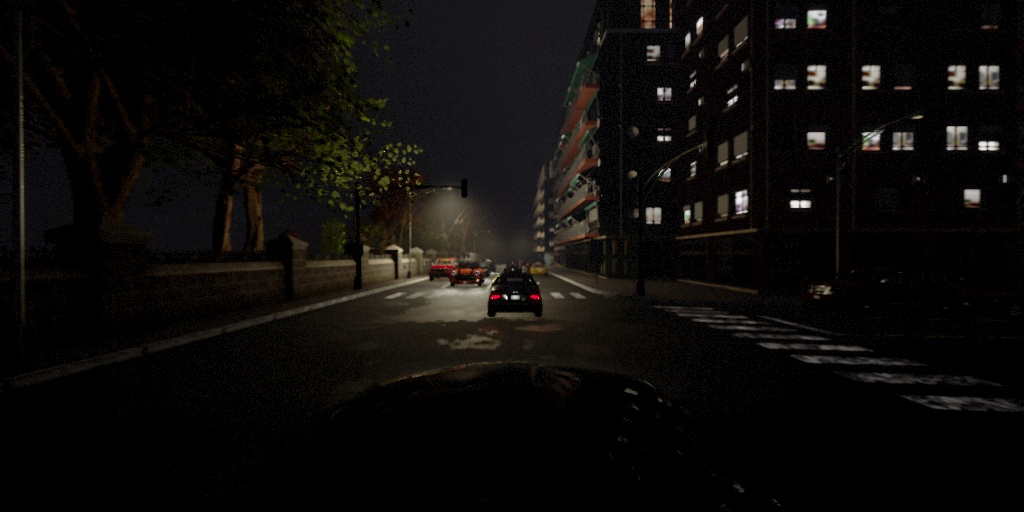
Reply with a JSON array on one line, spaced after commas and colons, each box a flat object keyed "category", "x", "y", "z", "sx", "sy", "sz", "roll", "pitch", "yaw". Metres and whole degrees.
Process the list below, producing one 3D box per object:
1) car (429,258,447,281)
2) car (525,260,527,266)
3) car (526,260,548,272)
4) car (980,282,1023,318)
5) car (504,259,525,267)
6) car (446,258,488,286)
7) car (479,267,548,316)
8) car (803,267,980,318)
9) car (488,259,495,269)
[{"category": "car", "x": -5.696, "y": 1.115, "z": 30.829, "sx": 2.192, "sy": 1.841, "sz": 5.009, "roll": 0, "pitch": 0, "yaw": 0}, {"category": "car", "x": 2.683, "y": 1.369, "z": 41.901, "sx": 1.888, "sy": 1.381, "sz": 4.507, "roll": 0, "pitch": 0, "yaw": 0}, {"category": "car", "x": 2.684, "y": 1.337, "z": 36.536, "sx": 1.751, "sy": 1.417, "sz": 4.829, "roll": 0, "pitch": 0, "yaw": 0}, {"category": "car", "x": 20.291, "y": 1.692, "z": 14.267, "sx": 4.507, "sy": 1.381, "sz": 1.888, "roll": 0, "pitch": 0, "yaw": 0}, {"category": "car", "x": 0.091, "y": 1.383, "z": 39.939, "sx": 1.994, "sy": 1.385, "sz": 4.181, "roll": 0, "pitch": 0, "yaw": 0}, {"category": "car", "x": -3.076, "y": 1.142, "z": 25.525, "sx": 2.097, "sy": 1.767, "sz": 4.553, "roll": 0, "pitch": 0, "yaw": 0}, {"category": "car", "x": 0.096, "y": 1.315, "z": 13.463, "sx": 2.033, "sy": 1.411, "sz": 5.357, "roll": 0, "pitch": 0, "yaw": 0}, {"category": "car", "x": 14.596, "y": 1.359, "z": 14.248, "sx": 5.009, "sy": 1.841, "sz": 2.192, "roll": 0, "pitch": 0, "yaw": 0}, {"category": "car", "x": -3.096, "y": 1.300, "z": 35.542, "sx": 2.128, "sy": 1.511, "sz": 4.902, "roll": 0, "pitch": 0, "yaw": 0}]
